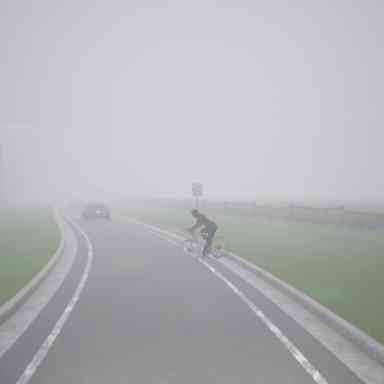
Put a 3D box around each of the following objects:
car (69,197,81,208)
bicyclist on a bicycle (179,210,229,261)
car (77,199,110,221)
[{"bbox_3d":[-16.138,1.410,46.388,1.812,1.442,4.674,0,0,-22],"label":"car"},{"bbox_3d":[0.342,1.381,10.808,1.656,1.620,0.582,-4,-14,-13],"label":"bicyclist on a bicycle"},{"bbox_3d":[-7.877,1.496,26.857,1.994,1.385,4.181,0,0,-24],"label":"car"}]
